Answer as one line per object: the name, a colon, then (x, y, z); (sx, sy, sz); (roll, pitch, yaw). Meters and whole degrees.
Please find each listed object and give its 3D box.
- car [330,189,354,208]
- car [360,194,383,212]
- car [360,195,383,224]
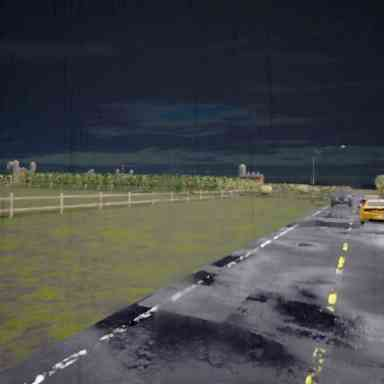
car: (17.249, 0.688, 38.163); (2.150, 2.045, 5.566); (2, 2, 27)
car: (18.703, 1.054, 34.794); (1.882, 1.535, 5.008); (2, 2, 27)
car: (11.905, 1.222, 21.337); (1.882, 1.535, 5.008); (2, 2, 27)
